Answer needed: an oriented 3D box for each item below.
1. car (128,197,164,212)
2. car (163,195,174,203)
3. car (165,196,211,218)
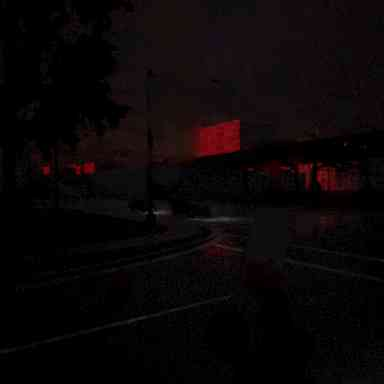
[{"bbox_3d":[-5.715,1.527,38.937,2.033,1.411,5.357,0,0,-33],"label":"car"},{"bbox_3d":[-4.643,1.314,62.689,2.097,1.767,4.553,0,0,-34],"label":"car"},{"bbox_3d":[-0.193,1.456,30.655,1.882,1.535,5.008,0,0,-34],"label":"car"}]
